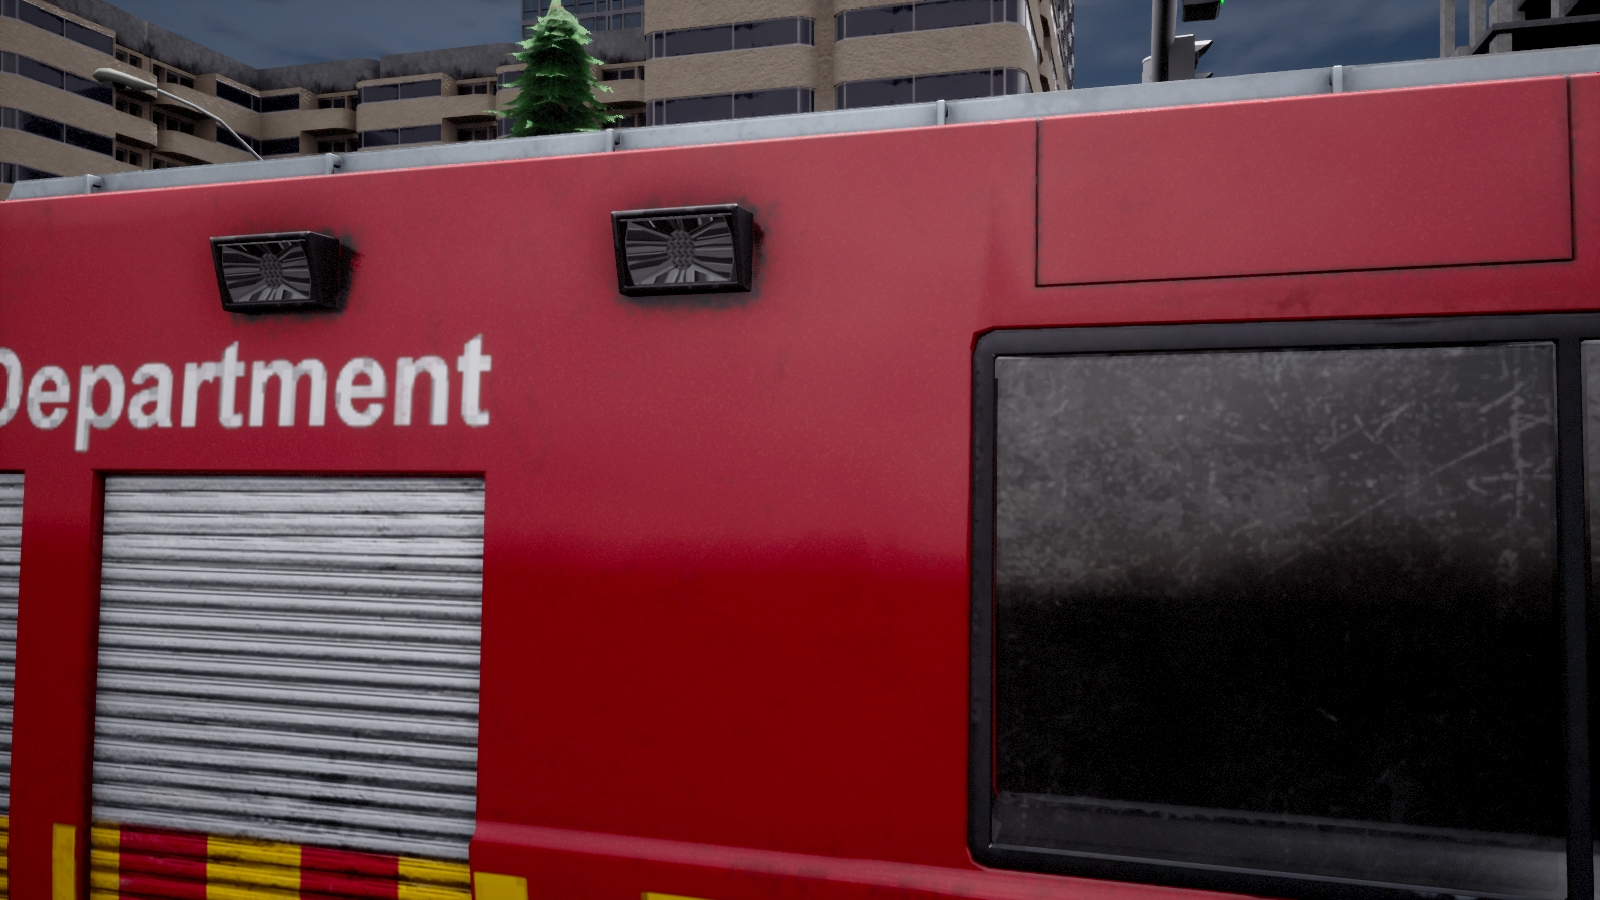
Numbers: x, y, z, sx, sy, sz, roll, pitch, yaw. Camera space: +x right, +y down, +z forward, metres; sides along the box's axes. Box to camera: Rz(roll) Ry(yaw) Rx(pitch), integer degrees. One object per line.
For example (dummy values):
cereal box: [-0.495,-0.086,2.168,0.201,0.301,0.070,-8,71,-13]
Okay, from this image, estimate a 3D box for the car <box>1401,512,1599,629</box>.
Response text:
car: [12.484,2.037,20.491,2.038,1.542,4.974,0,0,16]

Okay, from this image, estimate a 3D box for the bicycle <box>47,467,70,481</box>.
bicycle: [-65.142,2.102,100.377,1.487,1.276,0.859,0,0,15]

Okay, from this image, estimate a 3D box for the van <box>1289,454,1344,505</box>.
van: [28.003,1.535,62.069,1.988,2.561,5.915,0,0,17]
